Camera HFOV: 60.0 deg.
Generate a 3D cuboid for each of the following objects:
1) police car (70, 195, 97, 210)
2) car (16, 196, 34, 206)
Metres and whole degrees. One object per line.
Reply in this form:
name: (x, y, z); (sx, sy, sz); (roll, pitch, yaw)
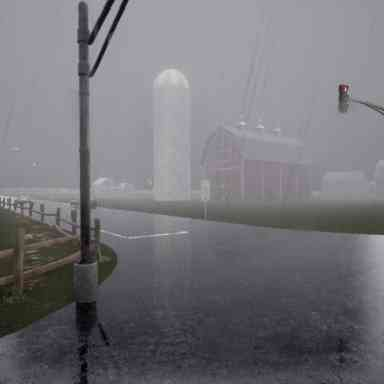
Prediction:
police car: (-12.599, 1.172, 38.229); (1.930, 1.638, 5.238); (-1, 1, -35)
car: (-24.915, 1.233, 49.496); (2.033, 1.411, 5.357); (-1, 1, -35)
